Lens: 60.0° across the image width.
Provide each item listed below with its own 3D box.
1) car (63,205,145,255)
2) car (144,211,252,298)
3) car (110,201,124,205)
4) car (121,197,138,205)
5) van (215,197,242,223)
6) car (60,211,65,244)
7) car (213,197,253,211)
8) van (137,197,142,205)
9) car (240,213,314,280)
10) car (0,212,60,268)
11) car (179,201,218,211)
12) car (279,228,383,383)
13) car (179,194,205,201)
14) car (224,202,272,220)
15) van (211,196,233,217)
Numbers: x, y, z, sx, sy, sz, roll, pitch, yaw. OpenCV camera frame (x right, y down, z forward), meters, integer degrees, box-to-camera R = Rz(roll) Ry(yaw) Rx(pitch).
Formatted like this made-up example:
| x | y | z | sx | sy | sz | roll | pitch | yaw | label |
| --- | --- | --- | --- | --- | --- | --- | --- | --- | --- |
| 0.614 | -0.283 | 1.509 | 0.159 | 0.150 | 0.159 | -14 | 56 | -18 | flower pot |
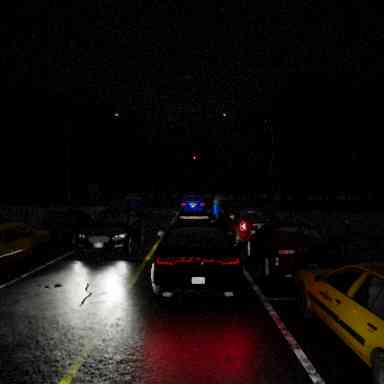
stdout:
| x | y | z | sx | sy | sz | roll | pitch | yaw | label |
| --- | --- | --- | --- | --- | --- | --- | --- | --- | --- |
| -3.093 | 1.492 | 13.421 | 2.128 | 1.511 | 4.902 | 0 | 0 | 0 | car |
| 0.095 | 1.478 | 8.600 | 1.882 | 1.535 | 5.008 | 0 | 0 | 0 | car |
| -5.763 | 1.527 | 20.527 | 1.752 | 1.417 | 4.829 | 0 | 0 | 0 | car |
| -5.763 | 1.444 | 26.134 | 1.967 | 1.590 | 4.097 | 0 | 0 | 0 | car |
| 2.762 | 1.345 | 26.134 | 1.690 | 1.788 | 3.998 | 0 | 0 | 0 | van |
| -5.764 | 1.567 | 15.259 | 1.947 | 1.339 | 4.313 | 0 | 0 | 0 | car |
| 2.761 | 1.317 | 20.696 | 2.192 | 1.841 | 5.009 | 0 | 0 | 0 | car |
| -5.763 | 1.346 | 31.572 | 1.690 | 1.788 | 3.998 | 0 | 0 | 0 | van |
| 2.761 | 1.545 | 9.821 | 1.887 | 1.381 | 4.507 | 0 | 0 | 0 | car |
| -5.764 | 1.526 | 9.652 | 1.752 | 1.417 | 4.829 | 0 | 0 | 0 | car |
| 0.098 | 1.493 | 19.043 | 2.128 | 1.511 | 4.902 | 0 | 0 | 0 | car |
| 2.760 | 1.525 | 4.553 | 1.752 | 1.417 | 4.829 | 0 | 0 | 0 | car |
| 0.025 | 1.226 | 29.411 | 2.150 | 2.045 | 5.566 | 0 | 0 | -2 | car |
| 2.761 | 1.441 | 15.258 | 1.967 | 1.590 | 4.097 | 0 | 0 | 0 | car |
| 2.763 | 1.346 | 31.571 | 1.690 | 1.788 | 3.998 | 0 | 0 | 0 | van |
